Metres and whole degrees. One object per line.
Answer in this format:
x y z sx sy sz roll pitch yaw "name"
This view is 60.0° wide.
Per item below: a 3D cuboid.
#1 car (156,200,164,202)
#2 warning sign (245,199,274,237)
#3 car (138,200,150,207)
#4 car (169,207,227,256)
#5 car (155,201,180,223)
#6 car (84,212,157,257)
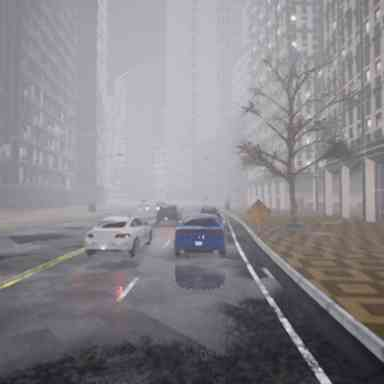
-6.043 2.261 64.316 1.994 1.385 4.181 0 -1 -5 "car"
3.404 1.292 16.956 1.300 1.860 1.060 -1 -2 4 "warning sign"
-9.291 2.218 64.242 1.812 1.442 4.674 0 -1 -5 "car"
0.409 1.626 13.839 1.882 1.535 5.008 0 0 4 "car"
-1.875 1.818 28.201 1.837 1.490 4.892 0 0 3 "car"
-2.865 1.676 13.644 1.812 1.442 4.674 0 0 4 "car"
